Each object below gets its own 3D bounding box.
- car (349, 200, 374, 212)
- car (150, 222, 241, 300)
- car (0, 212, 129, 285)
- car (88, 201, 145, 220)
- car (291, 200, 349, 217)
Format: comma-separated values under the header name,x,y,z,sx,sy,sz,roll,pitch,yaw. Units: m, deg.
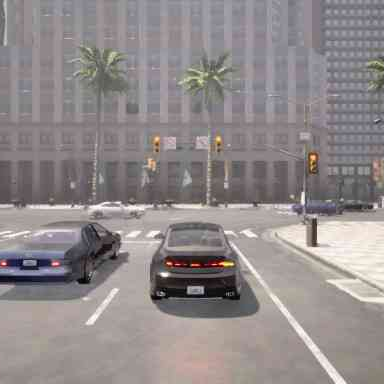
name,x,y,z,sx,sy,sz,roll,pitch,yaw
car,18.217,1.601,38.437,4.718,1.301,1.895,0,0,0
car,0.075,1.505,8.359,1.837,1.490,4.892,0,0,0
car,-3.422,1.547,9.553,2.033,1.411,5.357,0,0,0
car,-6.281,1.526,27.803,4.674,1.442,1.812,0,0,0
car,11.734,1.525,31.255,4.674,1.442,1.812,0,0,0
